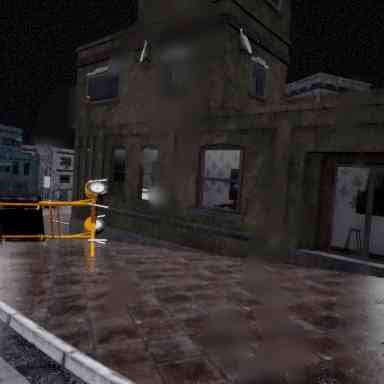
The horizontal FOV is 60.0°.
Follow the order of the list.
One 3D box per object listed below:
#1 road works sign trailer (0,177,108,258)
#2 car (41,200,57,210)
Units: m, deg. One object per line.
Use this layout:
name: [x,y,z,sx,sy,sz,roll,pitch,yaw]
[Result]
road works sign trailer: [-4.869,1.155,11.785,3.560,2.380,2.880,2,43,-17]
car: [-22.020,1.928,49.661,2.128,1.511,4.902,4,-1,11]
